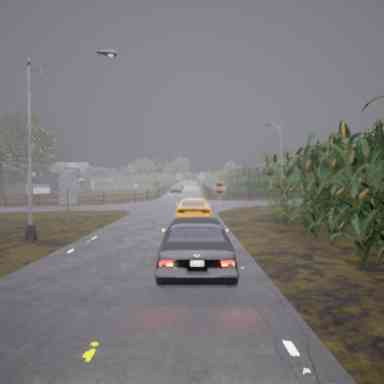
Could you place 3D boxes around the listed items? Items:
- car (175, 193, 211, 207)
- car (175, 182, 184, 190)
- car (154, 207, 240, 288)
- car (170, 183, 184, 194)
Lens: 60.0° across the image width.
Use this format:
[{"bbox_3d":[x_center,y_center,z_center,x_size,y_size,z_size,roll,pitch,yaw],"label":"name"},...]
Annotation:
[{"bbox_3d":[0.082,1.049,18.591,1.882,1.535,5.008,0,2,0],"label":"car"},{"bbox_3d":[-2.779,-1.320,75.014,1.882,1.535,5.008,0,3,0],"label":"car"},{"bbox_3d":[0.096,1.371,8.921,2.033,1.411,5.357,0,1,0],"label":"car"},{"bbox_3d":[-2.827,-0.508,59.884,1.882,1.535,5.008,0,3,0],"label":"car"}]
